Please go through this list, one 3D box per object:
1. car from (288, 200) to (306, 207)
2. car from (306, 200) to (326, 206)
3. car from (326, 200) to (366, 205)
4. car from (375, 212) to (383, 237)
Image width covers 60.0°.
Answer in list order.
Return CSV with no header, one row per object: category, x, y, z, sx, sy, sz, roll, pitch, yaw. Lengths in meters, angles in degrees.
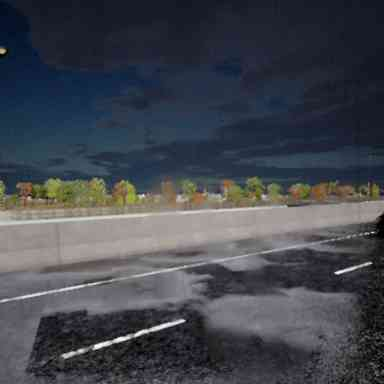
car,13.908,1.674,41.008,4.718,1.301,1.895,-1,-1,-37
car,15.460,1.617,37.796,4.718,1.301,1.895,-1,-1,-37
car,16.549,1.513,34.245,5.357,1.411,2.033,-1,-1,-37
car,10.988,1.427,16.649,4.892,1.490,1.837,-1,-1,-37
